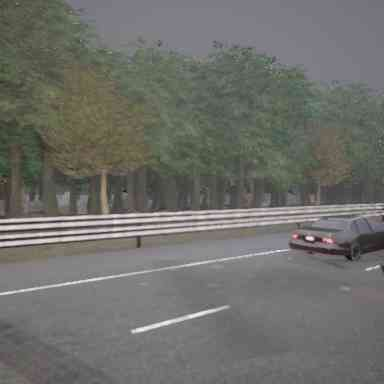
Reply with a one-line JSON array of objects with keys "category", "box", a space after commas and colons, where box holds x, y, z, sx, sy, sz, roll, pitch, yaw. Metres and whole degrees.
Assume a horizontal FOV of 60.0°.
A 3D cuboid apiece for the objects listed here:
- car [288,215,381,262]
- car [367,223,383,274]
[{"category": "car", "box": [5.861, 1.550, 12.228, 5.357, 1.411, 2.033, 0, 0, -36]}, {"category": "car", "box": [7.054, 1.550, 8.779, 5.357, 1.411, 2.033, 0, 0, -36]}]
